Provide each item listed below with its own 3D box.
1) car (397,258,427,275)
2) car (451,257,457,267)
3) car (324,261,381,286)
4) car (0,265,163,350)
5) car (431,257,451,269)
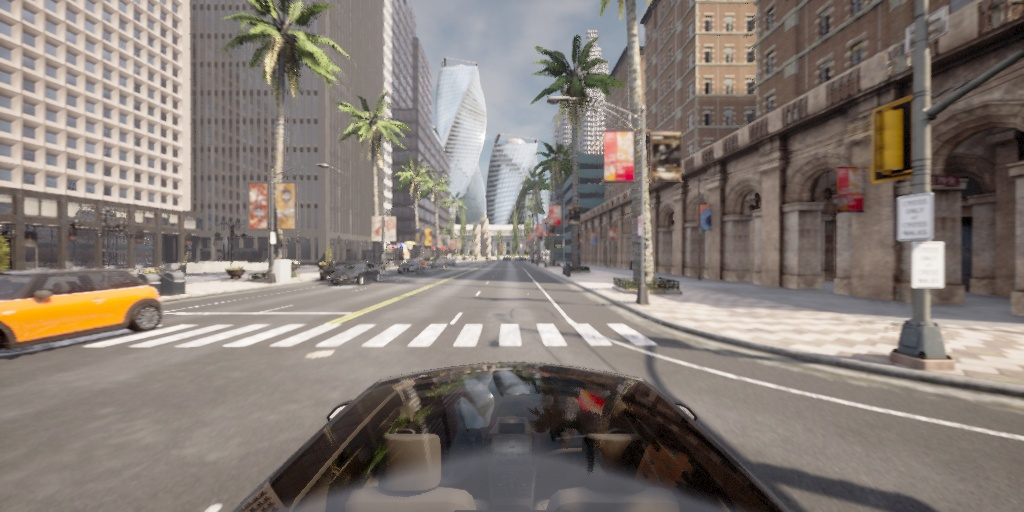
[{"bbox_3d":[-10.508,1.218,37.613,1.994,1.385,4.181,0,0,0],"label":"car"},{"bbox_3d":[-10.655,1.155,61.416,1.994,1.385,4.181,0,0,-1],"label":"car"},{"bbox_3d":[-10.598,1.194,24.671,1.837,1.490,4.892,0,0,0],"label":"car"},{"bbox_3d":[-10.503,1.086,7.716,2.097,1.767,4.553,0,0,0],"label":"car"},{"bbox_3d":[-10.557,1.122,52.456,1.837,1.490,4.892,0,0,-1],"label":"car"}]
